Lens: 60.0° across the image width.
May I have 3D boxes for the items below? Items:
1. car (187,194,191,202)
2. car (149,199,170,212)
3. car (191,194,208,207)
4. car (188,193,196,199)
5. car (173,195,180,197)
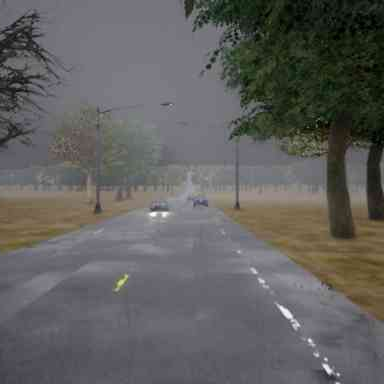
[{"bbox_3d":[0.002,1.139,66.833,2.097,1.767,4.553,0,0,0],"label":"car"},{"bbox_3d":[-3.586,1.474,37.306,1.994,1.385,4.181,0,0,0],"label":"car"},{"bbox_3d":[1.226,1.216,47.486,2.097,1.767,4.553,0,0,0],"label":"car"},{"bbox_3d":[0.004,1.085,82.887,1.994,1.385,4.181,0,0,0],"label":"car"},{"bbox_3d":[-3.497,0.945,77.836,2.033,1.411,5.357,0,0,0],"label":"car"}]
